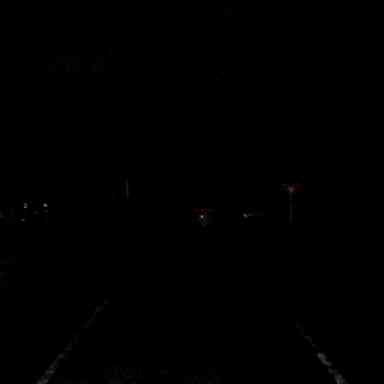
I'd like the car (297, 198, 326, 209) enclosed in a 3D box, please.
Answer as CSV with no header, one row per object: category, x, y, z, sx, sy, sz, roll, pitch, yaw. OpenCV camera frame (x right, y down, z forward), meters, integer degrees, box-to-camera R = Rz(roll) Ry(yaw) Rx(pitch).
car,14.626,1.328,40.975,1.895,1.301,4.718,0,0,-4

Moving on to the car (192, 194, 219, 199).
car,2.278,1.141,55.105,4.902,1.511,2.128,0,0,13

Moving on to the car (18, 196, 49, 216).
car,-14.388,1.151,30.033,2.097,1.767,4.553,0,0,-33

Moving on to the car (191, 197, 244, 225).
car,1.857,1.341,22.459,2.128,1.511,4.902,-1,0,30

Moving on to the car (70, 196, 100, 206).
car,-15.258,1.246,47.522,1.994,1.385,4.181,0,0,34
